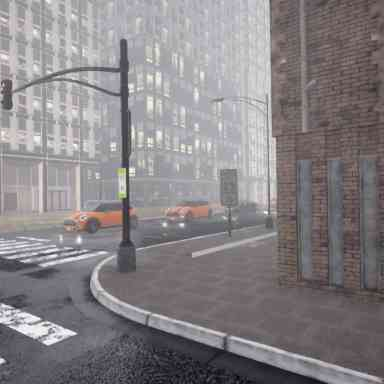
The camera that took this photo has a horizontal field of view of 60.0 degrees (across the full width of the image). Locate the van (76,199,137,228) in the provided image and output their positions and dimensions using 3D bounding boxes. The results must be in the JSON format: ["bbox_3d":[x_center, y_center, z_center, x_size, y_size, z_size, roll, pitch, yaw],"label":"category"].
[{"bbox_3d":[-5.947,1.460,23.520,1.690,1.788,3.998,-2,-1,36],"label":"van"}]

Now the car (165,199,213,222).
[{"bbox_3d":[-0.182,1.433,27.077,2.097,1.767,4.553,-1,-1,36],"label":"car"}]

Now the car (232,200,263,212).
[{"bbox_3d":[6.952,1.689,41.384,1.752,1.417,4.829,-2,-1,36],"label":"car"}]

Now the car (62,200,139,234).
[{"bbox_3d":[-5.386,1.416,19.921,2.097,1.767,4.553,-1,-1,37],"label":"car"}]

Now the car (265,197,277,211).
[{"bbox_3d":[11.034,1.471,42.557,2.097,1.767,4.553,-1,-1,36],"label":"car"}]

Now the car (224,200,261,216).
[{"bbox_3d":[5.094,1.590,34.374,2.128,1.511,4.902,-1,-1,36],"label":"car"}]
